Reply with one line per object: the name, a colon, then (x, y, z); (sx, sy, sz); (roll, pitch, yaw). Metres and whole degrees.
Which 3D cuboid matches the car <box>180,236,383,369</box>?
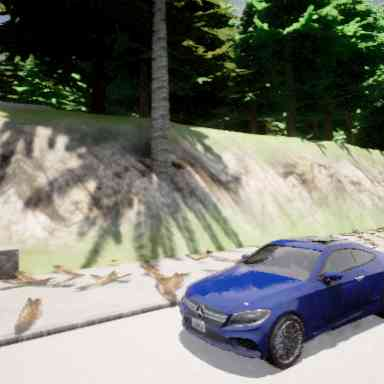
car: (1.988, 1.566, 5.916); (4.674, 1.442, 1.812); (0, -1, -35)
